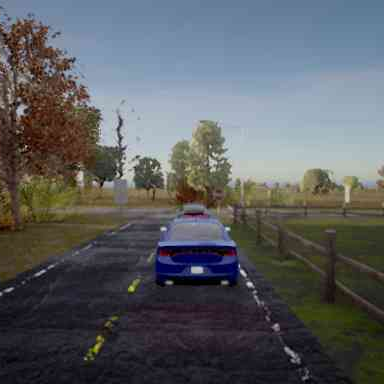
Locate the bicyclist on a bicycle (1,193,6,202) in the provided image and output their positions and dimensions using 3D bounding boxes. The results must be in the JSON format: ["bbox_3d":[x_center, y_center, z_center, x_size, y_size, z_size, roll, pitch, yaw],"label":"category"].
[{"bbox_3d":[-22.672,0.895,39.847,0.582,1.620,1.656,1,1,0],"label":"bicyclist on a bicycle"}]

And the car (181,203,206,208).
[{"bbox_3d":[0.099,1.401,19.448,1.837,1.490,4.892,0,0,0],"label":"car"}]

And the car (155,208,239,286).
[{"bbox_3d":[0.101,1.428,9.260,1.882,1.535,5.008,0,0,0],"label":"car"}]
